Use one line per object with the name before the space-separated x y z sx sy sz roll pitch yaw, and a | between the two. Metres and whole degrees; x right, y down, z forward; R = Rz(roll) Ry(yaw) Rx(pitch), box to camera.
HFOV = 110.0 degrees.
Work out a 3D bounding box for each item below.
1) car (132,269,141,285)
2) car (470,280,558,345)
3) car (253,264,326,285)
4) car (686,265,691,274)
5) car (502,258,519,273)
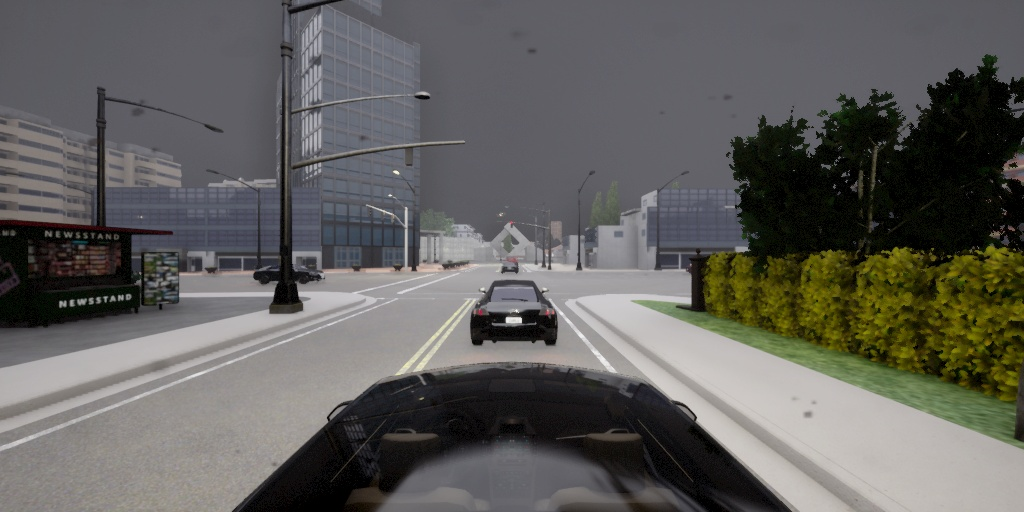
car | -31.428 1.265 26.920 5.566 2.045 2.150 -1 0 -1
car | 0.046 1.314 9.512 1.994 1.385 4.181 0 0 0
car | -16.767 1.352 27.097 4.902 1.511 2.128 -1 0 -1
car | 21.205 1.177 38.256 5.008 1.535 1.882 0 0 -1
car | -0.223 1.319 43.640 1.994 1.385 4.181 0 0 2
